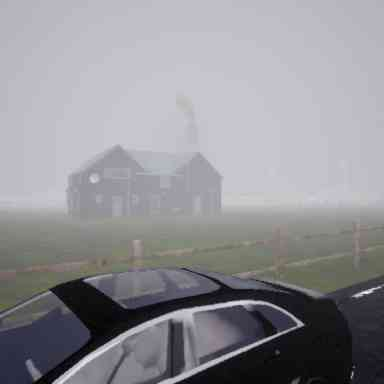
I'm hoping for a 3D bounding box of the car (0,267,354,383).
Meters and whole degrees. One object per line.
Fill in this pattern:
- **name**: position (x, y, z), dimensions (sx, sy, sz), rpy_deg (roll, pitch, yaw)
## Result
- **car**: position (-0.653, 1.494, 2.645), dimensions (4.902, 1.511, 2.128), rpy_deg (0, 0, -36)
